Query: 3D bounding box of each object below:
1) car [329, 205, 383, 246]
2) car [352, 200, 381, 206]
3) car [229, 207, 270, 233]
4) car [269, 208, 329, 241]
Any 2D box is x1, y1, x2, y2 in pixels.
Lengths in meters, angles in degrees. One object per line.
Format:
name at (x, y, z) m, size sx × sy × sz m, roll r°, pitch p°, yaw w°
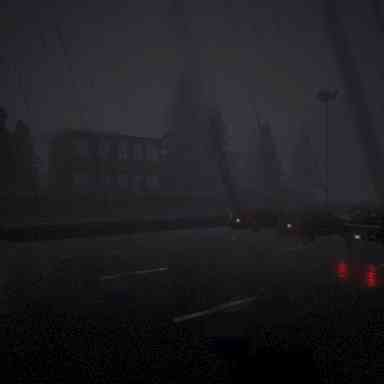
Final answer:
car at (8.269, 1.494, 14.066) m, size 4.902 × 1.511 × 2.128 m, roll 0°, pitch 0°, yaw -35°
car at (15.501, 1.484, 29.184) m, size 5.008 × 1.535 × 1.882 m, roll 0°, pitch 0°, yaw -44°
car at (4.204, 1.572, 19.765) m, size 4.181 × 1.385 × 1.994 m, roll 0°, pitch 0°, yaw -35°
car at (6.236, 1.572, 16.916) m, size 4.181 × 1.385 × 1.994 m, roll 0°, pitch 0°, yaw -35°
